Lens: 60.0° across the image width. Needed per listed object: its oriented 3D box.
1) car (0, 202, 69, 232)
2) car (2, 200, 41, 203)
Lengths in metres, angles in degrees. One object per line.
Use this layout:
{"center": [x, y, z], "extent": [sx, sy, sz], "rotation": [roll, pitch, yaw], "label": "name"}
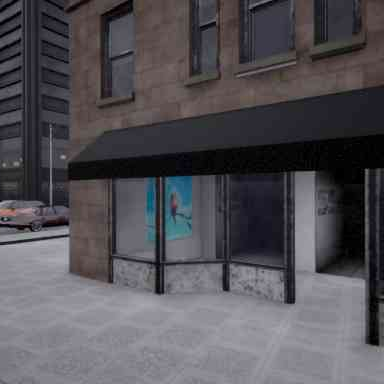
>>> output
{"center": [-8.427, 1.492, 19.754], "extent": [2.033, 1.411, 5.357], "rotation": [0, 0, 35], "label": "car"}
{"center": [-11.345, 1.311, 21.002], "extent": [2.097, 1.767, 4.553], "rotation": [0, 0, 35], "label": "car"}
